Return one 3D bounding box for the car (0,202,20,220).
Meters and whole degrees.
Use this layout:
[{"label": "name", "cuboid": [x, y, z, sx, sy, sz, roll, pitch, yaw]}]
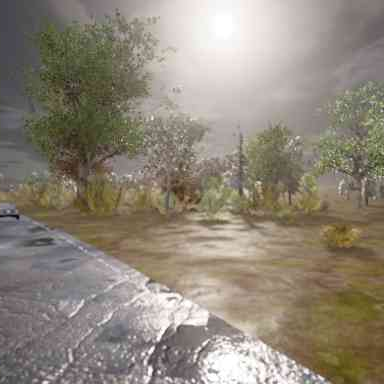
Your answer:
[{"label": "car", "cuboid": [-16.350, 1.670, 29.191, 2.033, 1.411, 5.357, 0, 0, -34]}]
